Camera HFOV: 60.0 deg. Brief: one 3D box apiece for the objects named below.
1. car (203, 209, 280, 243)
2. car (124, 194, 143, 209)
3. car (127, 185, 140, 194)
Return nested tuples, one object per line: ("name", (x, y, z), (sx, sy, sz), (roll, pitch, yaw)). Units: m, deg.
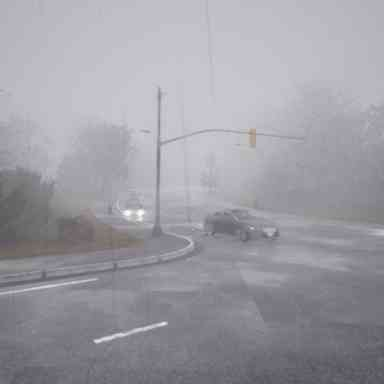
("car", (2.350, 1.617, 16.864), (2.128, 1.511, 4.902), (1, -1, -27))
("car", (-7.151, 1.303, 40.610), (1.895, 1.301, 4.718), (1, 2, -16))
("car", (-11.381, -0.284, 64.728), (2.150, 2.045, 5.566), (1, 3, -4))
